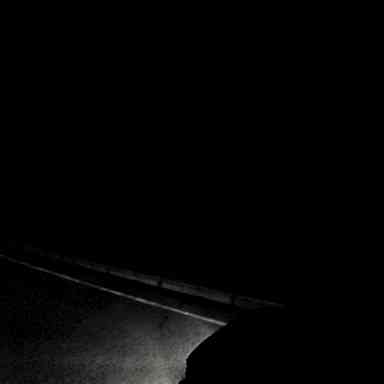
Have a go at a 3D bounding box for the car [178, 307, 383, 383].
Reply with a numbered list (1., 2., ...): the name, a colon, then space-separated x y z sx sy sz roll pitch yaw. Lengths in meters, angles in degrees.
1. car: 2.466 1.557 2.269 5.357 1.411 2.033 0 0 36
